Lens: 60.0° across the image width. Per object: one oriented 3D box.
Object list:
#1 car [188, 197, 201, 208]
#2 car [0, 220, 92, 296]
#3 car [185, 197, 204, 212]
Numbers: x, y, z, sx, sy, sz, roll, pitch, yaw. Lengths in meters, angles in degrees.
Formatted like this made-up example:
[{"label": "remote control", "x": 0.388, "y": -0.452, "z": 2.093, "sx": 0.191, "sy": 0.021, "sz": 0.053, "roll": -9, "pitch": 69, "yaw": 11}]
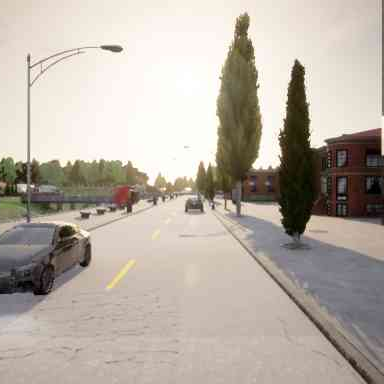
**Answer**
[{"label": "car", "x": 0.300, "y": 1.526, "z": 48.920, "sx": 1.812, "sy": 1.442, "sz": 4.674, "roll": 0, "pitch": 0, "yaw": 0}, {"label": "car", "x": -4.036, "y": 1.526, "z": 8.780, "sx": 1.812, "sy": 1.442, "sz": 4.674, "roll": 0, "pitch": 0, "yaw": 0}, {"label": "car", "x": 0.265, "y": 1.352, "z": 39.144, "sx": 2.097, "sy": 1.767, "sz": 4.553, "roll": 0, "pitch": 0, "yaw": 0}]
